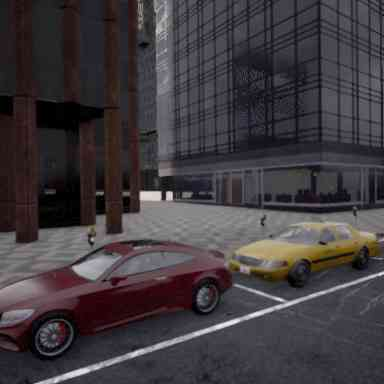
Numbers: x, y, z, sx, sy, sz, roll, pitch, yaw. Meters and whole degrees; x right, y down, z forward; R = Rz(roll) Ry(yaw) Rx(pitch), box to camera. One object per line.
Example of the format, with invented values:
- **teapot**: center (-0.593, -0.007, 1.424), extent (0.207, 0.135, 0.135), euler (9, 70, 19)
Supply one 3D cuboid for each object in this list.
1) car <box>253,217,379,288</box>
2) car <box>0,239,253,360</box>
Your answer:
- **car**: center (3.155, 1.395, 8.879), extent (4.829, 1.417, 1.752), euler (-1, 1, -35)
- **car**: center (-1.139, 1.540, 5.831), extent (4.206, 1.307, 1.802), euler (-1, 1, -35)
